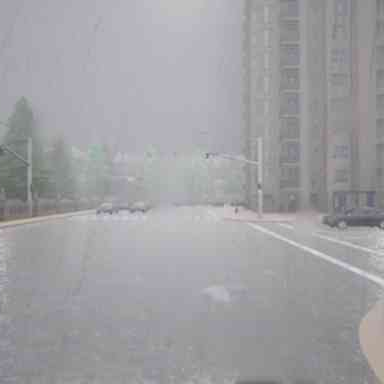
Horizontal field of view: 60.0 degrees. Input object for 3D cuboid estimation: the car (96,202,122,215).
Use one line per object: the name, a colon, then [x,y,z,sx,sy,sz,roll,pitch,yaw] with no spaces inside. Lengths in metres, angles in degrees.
car: [-10.596,2.074,42.016,1.812,1.442,4.674,0,-1,1]

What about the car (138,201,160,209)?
car: [-8.215,2.377,63.774,2.033,1.411,5.357,0,-1,18]

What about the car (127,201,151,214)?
car: [-7.063,2.110,44.850,1.812,1.442,4.674,0,-1,1]

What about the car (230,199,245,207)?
car: [10.305,2.495,72.361,4.181,1.385,1.994,1,-1,-38]

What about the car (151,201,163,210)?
car: [-6.686,2.260,54.688,2.033,1.411,5.357,0,-1,7]

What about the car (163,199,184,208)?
car: [-4.035,2.198,64.943,2.097,1.767,4.553,0,-1,23]

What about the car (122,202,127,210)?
car: [-10.343,2.225,50.756,1.994,1.385,4.181,0,-1,2]

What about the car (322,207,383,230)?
car: [11.850,1.872,23.822,4.892,1.490,1.837,0,-1,0]

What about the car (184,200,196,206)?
car: [-1.026,2.520,76.153,1.994,1.385,4.181,-1,-1,39]

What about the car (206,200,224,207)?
car: [4.947,2.465,72.268,4.674,1.442,1.812,1,-1,-42]

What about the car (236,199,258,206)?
car: [13.021,2.517,78.150,4.892,1.490,1.837,0,-1,-24]
